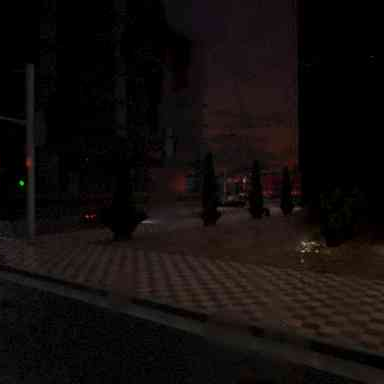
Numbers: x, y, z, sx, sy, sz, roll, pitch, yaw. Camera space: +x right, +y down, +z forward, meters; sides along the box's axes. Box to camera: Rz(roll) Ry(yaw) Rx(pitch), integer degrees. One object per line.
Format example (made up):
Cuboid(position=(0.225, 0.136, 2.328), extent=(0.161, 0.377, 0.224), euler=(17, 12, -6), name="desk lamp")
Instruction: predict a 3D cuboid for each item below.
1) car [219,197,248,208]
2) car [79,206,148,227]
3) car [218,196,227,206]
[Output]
Cuboid(position=(6.847, 1.885, 54.281), extent=(1.895, 1.301, 4.718), euler=(-1, 0, 36), name="car")
Cuboid(position=(-5.755, 1.746, 24.916), extent=(2.033, 1.411, 5.357), euler=(-1, 0, 36), name="car")
Cuboid(position=(3.875, 1.887, 56.146), extent=(1.994, 1.385, 4.181), euler=(-1, -1, 36), name="car")
